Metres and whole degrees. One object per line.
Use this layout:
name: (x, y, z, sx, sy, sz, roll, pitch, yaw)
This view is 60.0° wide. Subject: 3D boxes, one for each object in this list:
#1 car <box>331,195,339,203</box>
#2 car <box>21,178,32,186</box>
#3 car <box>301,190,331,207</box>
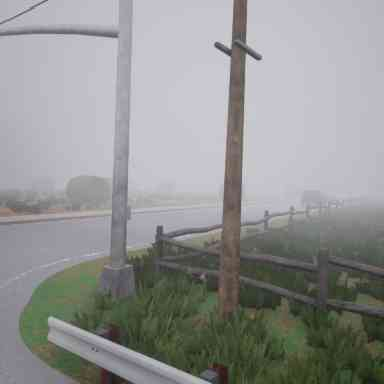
car: (21.138, 1.131, 50.744, 1.994, 1.385, 4.181, 3, 2, 33)
car: (-39.205, -2.341, 79.244, 1.905, 1.878, 3.866, 8, 2, -13)
car: (15.387, 0.808, 41.845, 2.150, 2.045, 5.566, 3, 2, 34)
